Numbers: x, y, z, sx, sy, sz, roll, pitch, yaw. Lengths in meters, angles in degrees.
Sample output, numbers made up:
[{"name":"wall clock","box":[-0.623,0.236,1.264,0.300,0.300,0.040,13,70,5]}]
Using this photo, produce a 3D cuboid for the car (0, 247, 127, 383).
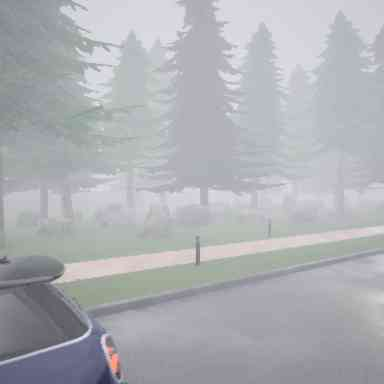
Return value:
[{"name":"car","box":[-2.736,1.352,2.016,4.553,1.767,2.097,0,0,-36]}]
